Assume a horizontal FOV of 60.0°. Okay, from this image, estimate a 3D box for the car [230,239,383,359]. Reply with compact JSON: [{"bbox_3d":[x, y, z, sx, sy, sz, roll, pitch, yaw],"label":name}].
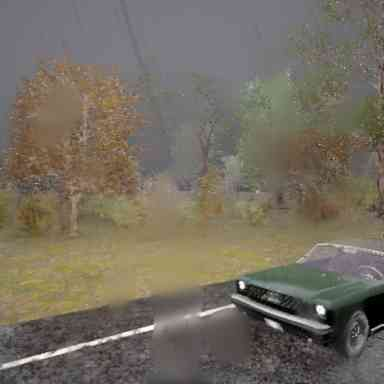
[{"bbox_3d":[2.979,1.627,6.143,4.718,1.301,1.895,0,0,-36],"label":"car"}]
